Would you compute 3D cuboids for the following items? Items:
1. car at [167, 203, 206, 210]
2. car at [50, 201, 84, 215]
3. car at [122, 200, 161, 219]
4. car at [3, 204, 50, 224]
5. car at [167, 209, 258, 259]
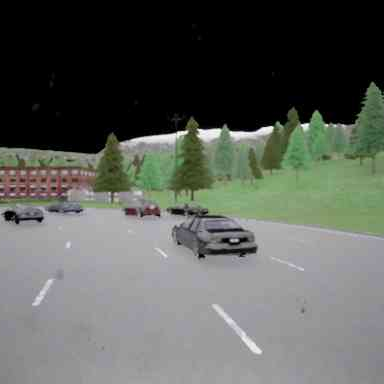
[{"bbox_3d":[-0.526,1.737,31.743,1.895,1.301,4.718,0,0,-35],"label":"car"},{"bbox_3d":[-14.152,1.710,36.720,5.357,1.411,2.033,0,0,39],"label":"car"},{"bbox_3d":[-4.871,1.490,31.468,2.097,1.767,4.553,0,0,-37],"label":"car"},{"bbox_3d":[-13.192,1.664,25.895,2.033,1.411,5.357,0,0,-41],"label":"car"},{"bbox_3d":[0.633,1.603,12.977,2.033,1.411,5.357,0,0,-16],"label":"car"}]
